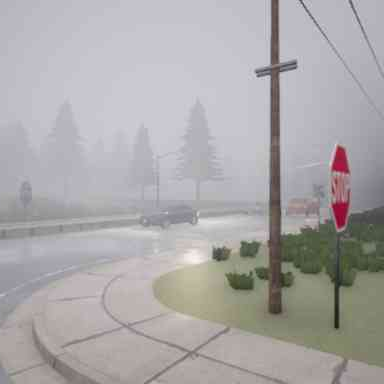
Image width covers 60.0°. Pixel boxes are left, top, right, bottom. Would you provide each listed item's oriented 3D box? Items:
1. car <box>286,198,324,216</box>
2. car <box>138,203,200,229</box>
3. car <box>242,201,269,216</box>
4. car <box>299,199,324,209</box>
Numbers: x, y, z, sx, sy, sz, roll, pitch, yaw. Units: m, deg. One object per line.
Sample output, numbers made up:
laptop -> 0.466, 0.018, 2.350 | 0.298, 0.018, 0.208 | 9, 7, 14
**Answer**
car -> 10.801, 1.357, 32.079 | 2.097, 1.767, 4.553 | 0, 0, 37
car -> -1.394, 1.512, 21.867 | 1.837, 1.490, 4.892 | 0, 0, 37
car -> 6.736, 1.609, 32.800 | 1.895, 1.301, 4.718 | 0, 0, 37
car -> 16.563, 1.608, 45.871 | 1.895, 1.301, 4.718 | 0, 0, 37
